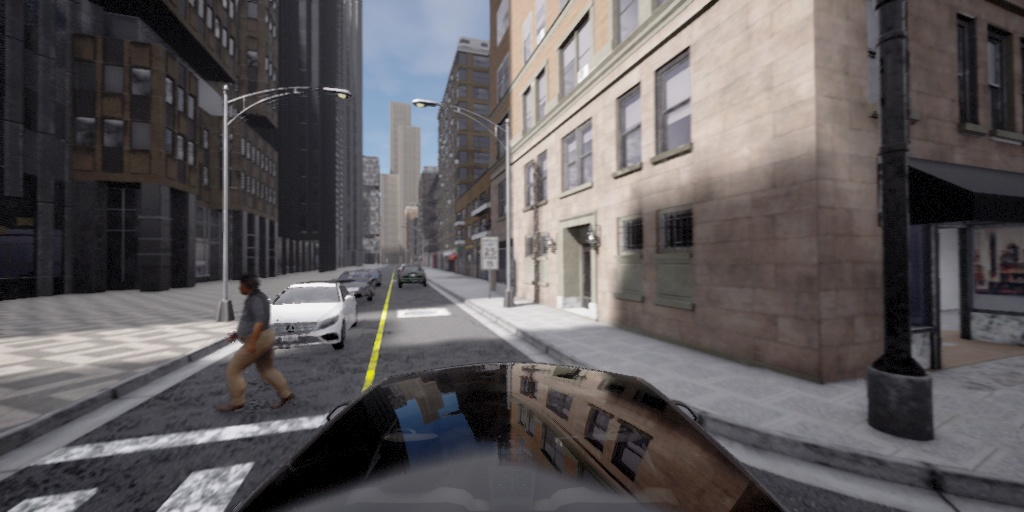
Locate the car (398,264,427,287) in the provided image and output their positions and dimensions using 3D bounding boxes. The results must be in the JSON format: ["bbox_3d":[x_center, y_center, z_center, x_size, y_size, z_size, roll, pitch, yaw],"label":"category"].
[{"bbox_3d":[-8.140,1.503,29.103,2.097,1.767,4.553,0,-1,-18],"label":"car"}]

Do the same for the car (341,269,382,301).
[{"bbox_3d":[-8.247,1.520,18.994,2.128,1.511,4.902,0,-1,-18],"label":"car"}]

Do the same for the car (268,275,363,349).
[{"bbox_3d":[-5.148,1.411,9.356,1.812,1.442,4.674,0,-1,-18],"label":"car"}]

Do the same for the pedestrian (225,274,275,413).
[{"bbox_3d":[-3.403,1.107,4.685,0.375,1.860,0.375,0,-1,-18],"label":"pedestrian"}]
